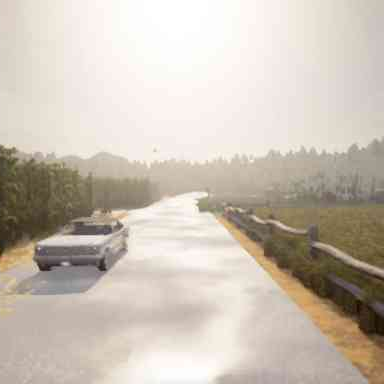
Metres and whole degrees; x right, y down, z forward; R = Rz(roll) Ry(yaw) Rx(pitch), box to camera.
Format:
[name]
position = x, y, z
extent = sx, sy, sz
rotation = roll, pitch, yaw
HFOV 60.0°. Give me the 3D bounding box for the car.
[car]
position = -3.282, 1.541, 10.830
extent = 1.895, 1.301, 4.718
rotation = -1, 0, 0
